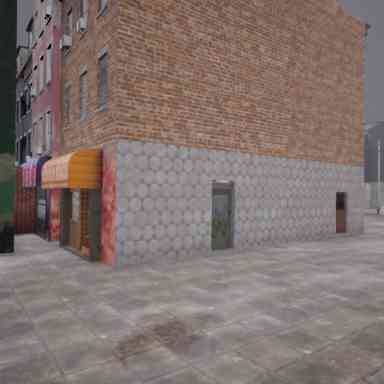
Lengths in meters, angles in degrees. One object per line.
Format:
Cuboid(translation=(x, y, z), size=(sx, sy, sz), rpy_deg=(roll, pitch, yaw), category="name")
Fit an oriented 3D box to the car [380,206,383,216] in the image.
Cuboid(translation=(16.976, 1.516, 25.455), size=(1.812, 1.442, 4.674), rpy_deg=(1, 0, -36), category="car")
